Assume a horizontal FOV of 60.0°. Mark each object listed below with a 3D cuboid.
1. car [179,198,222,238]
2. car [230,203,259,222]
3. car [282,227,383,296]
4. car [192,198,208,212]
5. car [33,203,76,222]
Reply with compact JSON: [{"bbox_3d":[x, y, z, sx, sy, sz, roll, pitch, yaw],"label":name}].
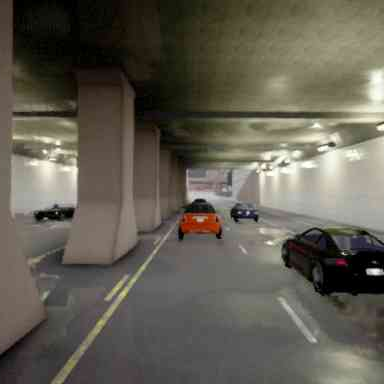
[{"bbox_3d":[0.448,1.356,17.876,2.097,1.767,4.553,0,0,2],"label":"car"},{"bbox_3d":[4.177,1.583,26.968,2.033,1.411,5.357,0,0,1],"label":"car"},{"bbox_3d":[3.765,1.594,8.771,1.994,1.385,4.181,0,0,1],"label":"car"},{"bbox_3d":[0.951,1.516,39.319,1.837,1.490,4.892,0,0,1],"label":"car"},{"bbox_3d":[-10.064,1.524,25.250,1.895,1.301,4.718,0,0,1],"label":"car"}]
